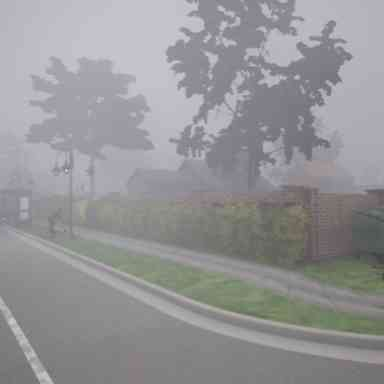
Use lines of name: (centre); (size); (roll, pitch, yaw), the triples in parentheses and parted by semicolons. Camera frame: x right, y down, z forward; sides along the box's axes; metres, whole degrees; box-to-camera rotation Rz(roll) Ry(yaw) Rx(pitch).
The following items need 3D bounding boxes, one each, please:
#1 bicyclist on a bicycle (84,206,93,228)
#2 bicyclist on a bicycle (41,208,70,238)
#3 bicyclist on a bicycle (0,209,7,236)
bicyclist on a bicycle: (-7.577, 1.805, 24.173); (0.582, 1.620, 1.656); (1, -2, -28)
bicyclist on a bicycle: (-7.358, 1.680, 18.100); (1.656, 1.620, 0.582); (1, -2, -42)
bicyclist on a bicycle: (-12.001, 1.884, 20.539); (1.656, 1.620, 0.582); (0, -1, 22)
